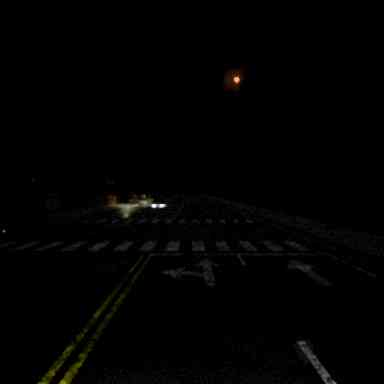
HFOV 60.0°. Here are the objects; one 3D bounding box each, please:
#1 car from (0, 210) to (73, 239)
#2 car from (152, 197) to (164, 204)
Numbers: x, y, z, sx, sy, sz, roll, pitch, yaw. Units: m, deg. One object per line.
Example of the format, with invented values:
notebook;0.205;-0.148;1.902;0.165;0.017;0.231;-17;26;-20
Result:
car;-8.560;1.560;15.851;5.357;1.411;2.033;0;0;-32
car;-6.416;1.586;63.375;1.895;1.301;4.718;0;0;0
